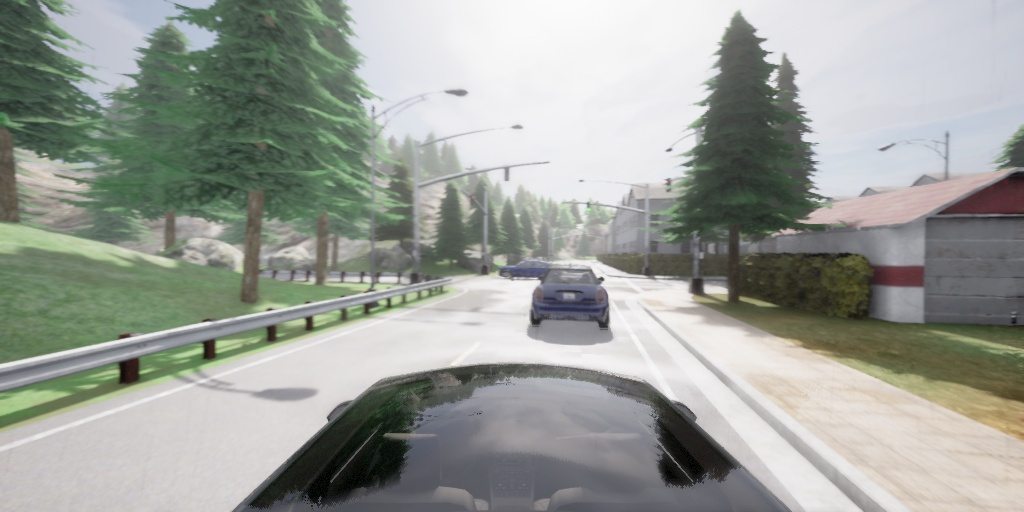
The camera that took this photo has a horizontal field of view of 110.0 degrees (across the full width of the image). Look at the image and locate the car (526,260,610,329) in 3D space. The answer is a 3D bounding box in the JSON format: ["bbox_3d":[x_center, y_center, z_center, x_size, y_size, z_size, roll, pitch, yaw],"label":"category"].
[{"bbox_3d":[1.852,1.052,11.361,2.097,1.767,4.553,0,0,10],"label":"car"}]

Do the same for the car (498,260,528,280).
[{"bbox_3d":[1.405,1.061,27.997,5.008,1.535,1.882,1,0,11],"label":"car"}]
